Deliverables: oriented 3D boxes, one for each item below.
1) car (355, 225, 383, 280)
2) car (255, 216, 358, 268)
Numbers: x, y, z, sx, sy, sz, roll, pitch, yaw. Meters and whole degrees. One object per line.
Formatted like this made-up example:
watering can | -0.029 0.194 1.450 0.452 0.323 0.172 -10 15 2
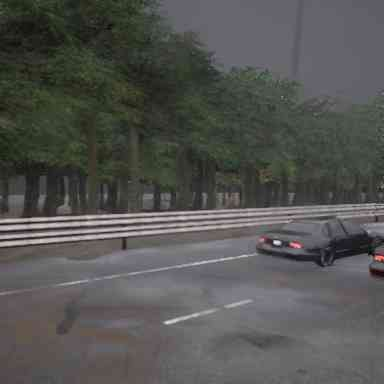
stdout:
car | 6.615 1.547 8.472 5.357 1.411 2.033 0 0 -36
car | 4.557 1.547 11.303 5.357 1.411 2.033 0 0 -36
